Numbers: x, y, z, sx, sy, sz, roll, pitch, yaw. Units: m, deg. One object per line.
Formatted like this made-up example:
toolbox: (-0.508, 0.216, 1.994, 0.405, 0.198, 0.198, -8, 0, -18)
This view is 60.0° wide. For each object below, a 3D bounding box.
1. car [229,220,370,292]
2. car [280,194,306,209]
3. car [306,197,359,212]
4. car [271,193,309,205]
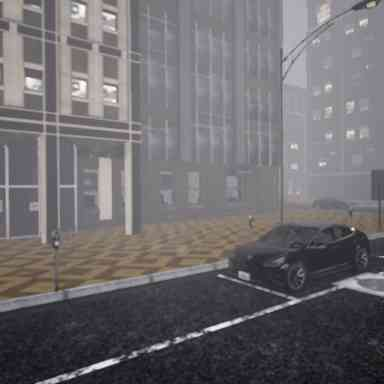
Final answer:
car: (2.929, 1.453, 8.650, 4.313, 1.339, 1.947, -1, 1, -36)
car: (9.793, 1.028, 34.775, 1.752, 1.417, 4.829, -1, 0, -36)
car: (12.996, 1.094, 30.313, 1.802, 1.307, 4.206, -1, 0, -36)
car: (13.098, 0.929, 44.539, 1.752, 1.417, 4.829, -1, 0, -36)
